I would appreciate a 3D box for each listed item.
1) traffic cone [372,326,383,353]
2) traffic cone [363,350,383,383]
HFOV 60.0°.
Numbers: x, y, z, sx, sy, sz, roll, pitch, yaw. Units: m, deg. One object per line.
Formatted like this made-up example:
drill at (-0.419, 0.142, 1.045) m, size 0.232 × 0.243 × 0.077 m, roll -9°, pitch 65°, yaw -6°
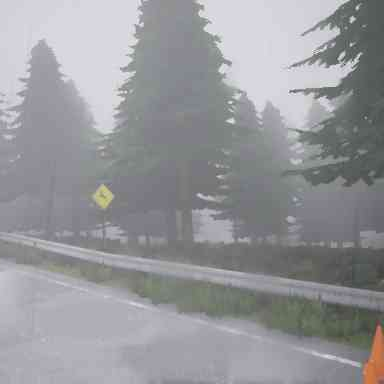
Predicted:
traffic cone at (2.323, 1.956, 4.118) m, size 0.340 × 0.580 × 0.340 m, roll 0°, pitch 0°, yaw 34°
traffic cone at (1.778, 1.956, 3.283) m, size 0.340 × 0.580 × 0.340 m, roll 0°, pitch 0°, yaw 34°
